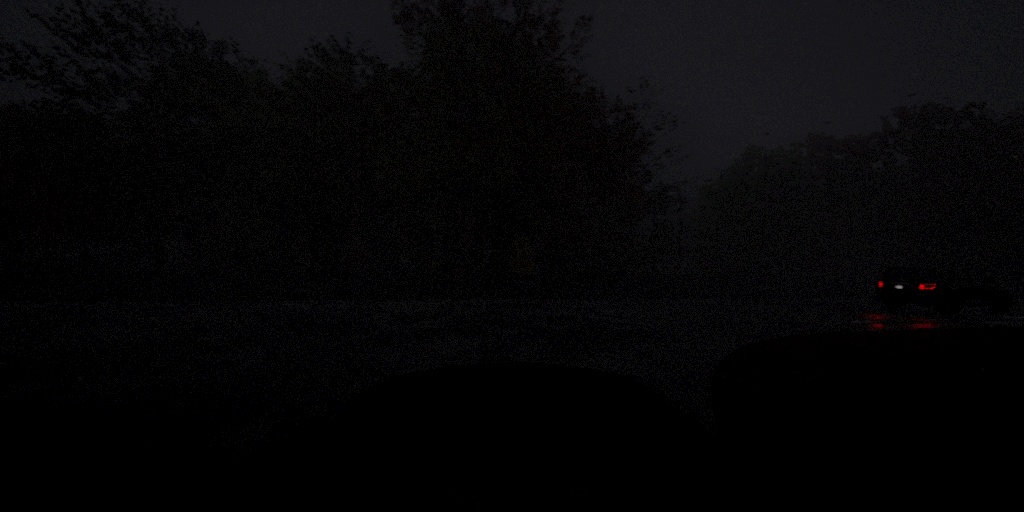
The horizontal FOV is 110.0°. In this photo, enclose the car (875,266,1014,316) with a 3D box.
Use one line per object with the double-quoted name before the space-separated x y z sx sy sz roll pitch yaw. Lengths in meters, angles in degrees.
"car" 19.290 1.488 16.092 5.566 2.045 2.150 1 -1 -14
